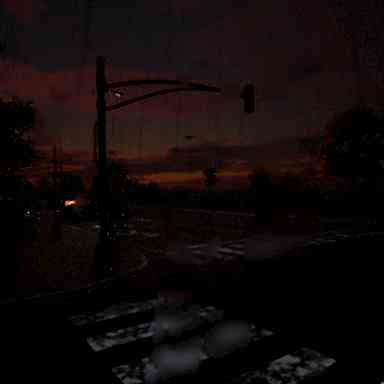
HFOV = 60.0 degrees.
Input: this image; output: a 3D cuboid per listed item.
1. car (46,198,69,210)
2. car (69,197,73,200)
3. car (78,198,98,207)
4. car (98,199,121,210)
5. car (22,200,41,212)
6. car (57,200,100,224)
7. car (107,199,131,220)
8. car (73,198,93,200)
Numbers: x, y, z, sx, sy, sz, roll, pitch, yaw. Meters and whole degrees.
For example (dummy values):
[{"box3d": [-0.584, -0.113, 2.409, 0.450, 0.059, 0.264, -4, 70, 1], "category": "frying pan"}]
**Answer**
[{"box3d": [-19.900, 1.914, 48.456, 1.994, 1.385, 4.181, -1, 0, -34], "category": "car"}, {"box3d": [-20.479, 1.689, 54.984, 2.097, 1.767, 4.553, -1, 0, -35], "category": "car"}, {"box3d": [-17.826, 1.756, 56.864, 1.882, 1.535, 5.008, -1, 0, -35], "category": "car"}, {"box3d": [-12.126, 1.760, 48.760, 1.994, 1.385, 4.181, -1, 0, -34], "category": "car"}, {"box3d": [-22.313, 1.897, 46.220, 2.128, 1.511, 4.902, -1, 0, -34], "category": "car"}, {"box3d": [-9.218, 1.698, 27.231, 1.882, 1.535, 5.008, -1, 0, -35], "category": "car"}, {"box3d": [-7.181, 1.675, 29.997, 1.837, 1.490, 4.892, -1, 0, -35], "category": "car"}, {"box3d": [-15.078, 1.860, 47.316, 1.895, 1.301, 4.718, -1, 0, -34], "category": "car"}]
